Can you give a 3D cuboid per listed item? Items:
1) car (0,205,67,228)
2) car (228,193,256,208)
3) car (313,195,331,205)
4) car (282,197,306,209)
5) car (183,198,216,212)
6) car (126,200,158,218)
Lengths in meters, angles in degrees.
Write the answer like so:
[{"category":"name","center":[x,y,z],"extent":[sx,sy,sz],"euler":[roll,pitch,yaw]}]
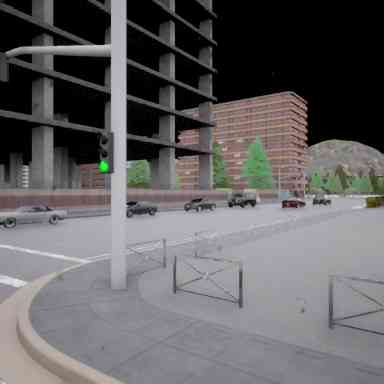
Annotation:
[{"category":"car","center":[-10.817,1.545,21.886],"extent":[1.895,1.301,4.718],"euler":[0,0,35]},{"category":"car","center":[7.177,1.166,47.195],"extent":[2.150,2.045,5.566],"euler":[0,0,35]},{"category":"car","center":[21.658,1.297,55.266],"extent":[2.097,1.767,4.553],"euler":[0,0,35]},{"category":"car","center":[13.442,1.422,43.672],"extent":[1.882,1.535,5.008],"euler":[0,0,35]},{"category":"car","center":[0.953,1.449,38.483],"extent":[1.837,1.490,4.892],"euler":[0,0,35]},{"category":"car","center":[-5.042,1.470,30.019],"extent":[1.812,1.442,4.674],"euler":[0,0,36]}]
